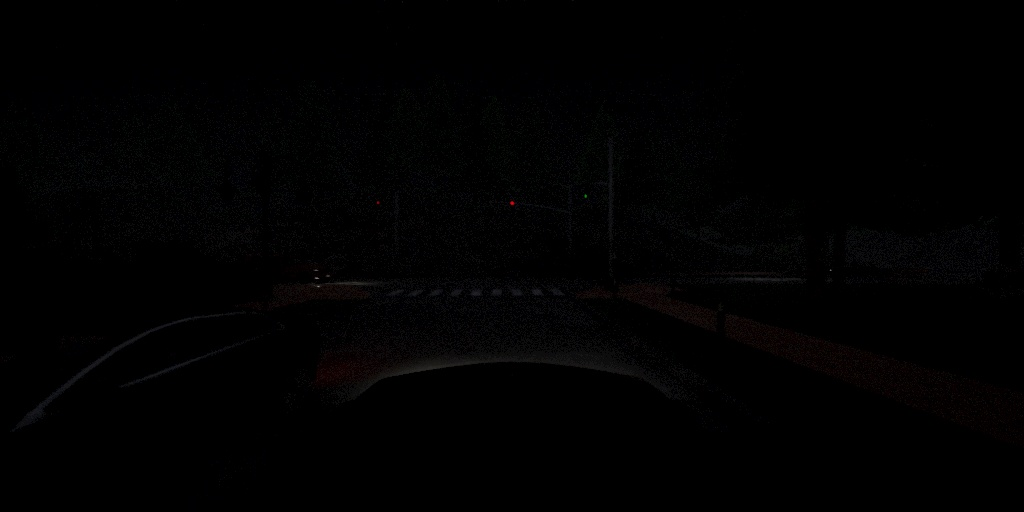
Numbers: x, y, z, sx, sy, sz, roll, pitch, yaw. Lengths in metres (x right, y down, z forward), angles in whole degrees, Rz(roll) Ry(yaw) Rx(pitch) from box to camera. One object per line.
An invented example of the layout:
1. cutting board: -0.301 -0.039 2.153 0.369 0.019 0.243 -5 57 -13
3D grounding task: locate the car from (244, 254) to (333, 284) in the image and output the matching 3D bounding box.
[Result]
1. car: -15.176 0.928 24.189 5.566 2.045 2.150 1 0 0

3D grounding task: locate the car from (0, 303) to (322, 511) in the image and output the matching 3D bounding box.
1. car: -3.585 1.245 3.051 2.128 1.511 4.902 0 0 0

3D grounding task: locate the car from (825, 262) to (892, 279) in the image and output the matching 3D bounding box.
1. car: 26.285 1.144 27.854 4.718 1.301 1.895 0 0 0
